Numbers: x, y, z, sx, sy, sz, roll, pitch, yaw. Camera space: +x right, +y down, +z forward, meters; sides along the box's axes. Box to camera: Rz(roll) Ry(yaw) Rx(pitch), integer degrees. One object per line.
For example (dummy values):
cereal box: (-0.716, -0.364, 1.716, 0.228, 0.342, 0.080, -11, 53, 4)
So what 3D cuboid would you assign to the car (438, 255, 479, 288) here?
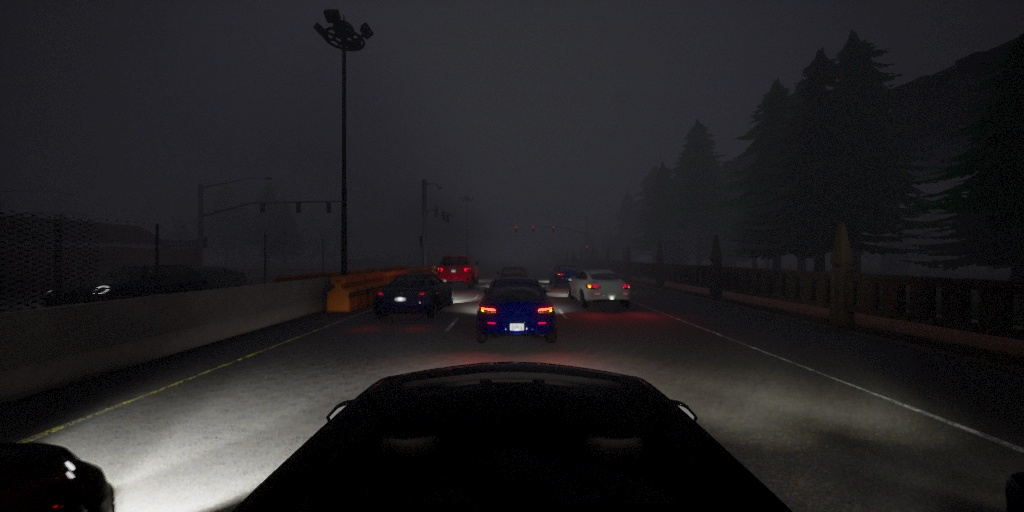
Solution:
car: (-3.426, 0.971, 23.459, 2.150, 2.045, 5.566, 0, 0, -1)

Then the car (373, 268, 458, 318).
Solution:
car: (-3.411, 1.313, 13.075, 1.994, 1.385, 4.181, 0, 0, 1)

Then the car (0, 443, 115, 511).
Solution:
car: (-3.401, 1.314, 0.393, 1.994, 1.385, 4.181, 0, 0, 0)

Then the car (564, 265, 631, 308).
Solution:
car: (3.592, 1.276, 15.205, 1.812, 1.442, 4.674, 0, 0, 0)

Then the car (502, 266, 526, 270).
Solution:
car: (0.101, 1.275, 19.479, 1.812, 1.442, 4.674, 0, 0, 0)

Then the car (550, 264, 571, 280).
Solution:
car: (3.599, 1.275, 24.167, 1.812, 1.442, 4.674, 0, 0, 0)

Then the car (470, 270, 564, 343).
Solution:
car: (0.094, 1.276, 9.583, 1.812, 1.442, 4.674, 0, 0, 0)

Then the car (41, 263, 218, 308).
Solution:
car: (-14.091, 1.102, 13.480, 2.097, 1.767, 4.553, 0, 0, 0)

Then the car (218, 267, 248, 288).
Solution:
car: (-17.554, 1.297, 20.137, 2.033, 1.411, 5.357, 0, 0, 1)
